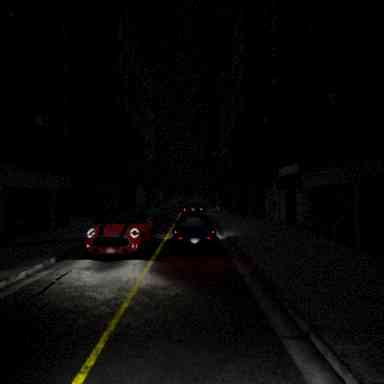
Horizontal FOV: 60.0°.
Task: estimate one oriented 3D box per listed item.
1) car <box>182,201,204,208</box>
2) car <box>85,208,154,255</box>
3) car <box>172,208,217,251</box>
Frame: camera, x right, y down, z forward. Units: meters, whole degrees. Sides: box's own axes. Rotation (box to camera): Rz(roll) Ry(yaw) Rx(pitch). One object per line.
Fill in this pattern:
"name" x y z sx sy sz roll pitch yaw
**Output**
"car" 0.089 1.688 33.144 2.097 1.767 4.553 0 -1 0
"car" -2.854 1.494 13.878 2.097 1.767 4.553 0 -1 0
"car" 0.097 1.677 14.824 1.812 1.442 4.674 0 -1 0
